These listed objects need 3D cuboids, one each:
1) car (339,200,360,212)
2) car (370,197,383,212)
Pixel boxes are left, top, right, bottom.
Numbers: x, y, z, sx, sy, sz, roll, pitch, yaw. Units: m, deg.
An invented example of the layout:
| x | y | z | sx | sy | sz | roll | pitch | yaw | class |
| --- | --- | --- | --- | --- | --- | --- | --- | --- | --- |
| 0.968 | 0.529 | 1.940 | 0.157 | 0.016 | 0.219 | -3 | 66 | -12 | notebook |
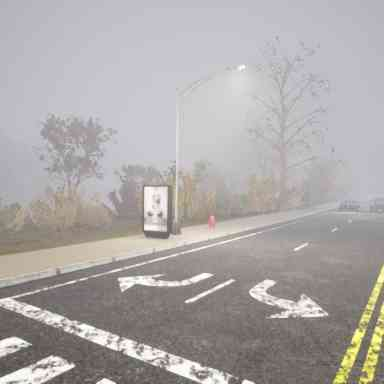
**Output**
| x | y | z | sx | sy | sz | roll | pitch | yaw | class |
| --- | --- | --- | --- | --- | --- | --- | --- | --- | --- |
| 18.778 | 1.600 | 39.625 | 1.994 | 1.385 | 4.181 | 0 | 0 | 31 | car |
| 21.591 | 1.391 | 37.996 | 2.097 | 1.767 | 4.553 | 0 | 0 | 31 | car |
